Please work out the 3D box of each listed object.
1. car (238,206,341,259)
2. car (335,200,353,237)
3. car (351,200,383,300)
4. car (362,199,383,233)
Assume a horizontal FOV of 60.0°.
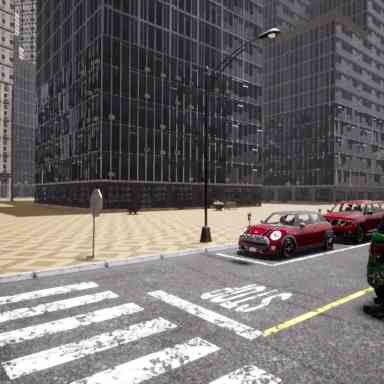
[{"bbox_3d":[3.635,1.454,12.708,4.097,1.590,1.967,0,0,-39],"label":"car"},{"bbox_3d":[8.010,1.335,16.278,5.009,1.841,2.192,0,0,-39],"label":"car"},{"bbox_3d":[5.873,1.231,7.199,5.566,2.045,2.150,0,0,-39],"label":"car"},{"bbox_3d":[12.385,1.341,19.849,5.009,1.841,2.192,0,0,-39],"label":"car"}]
